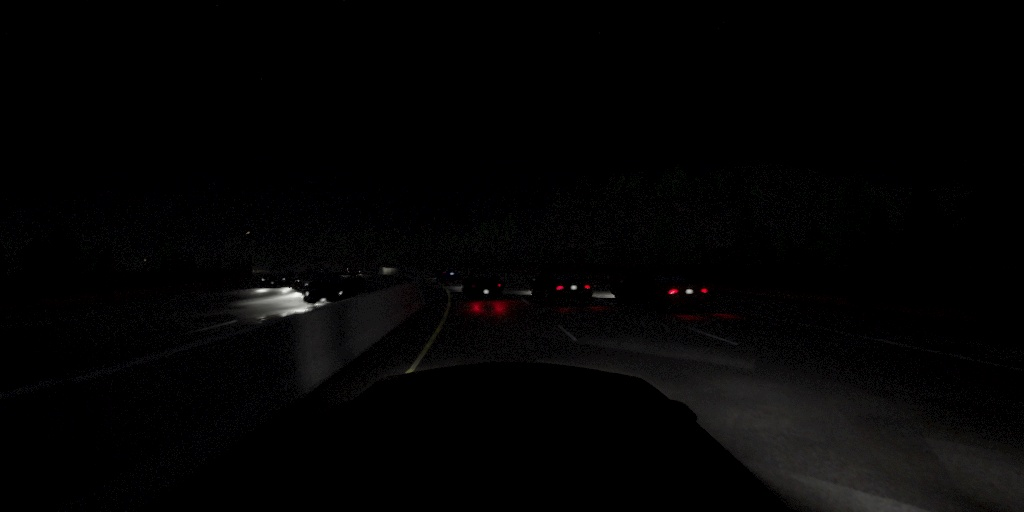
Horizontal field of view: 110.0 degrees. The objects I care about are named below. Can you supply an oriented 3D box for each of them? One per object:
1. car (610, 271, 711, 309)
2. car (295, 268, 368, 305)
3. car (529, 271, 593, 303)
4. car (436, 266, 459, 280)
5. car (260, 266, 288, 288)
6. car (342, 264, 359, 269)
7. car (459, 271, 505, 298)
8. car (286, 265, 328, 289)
[{"bbox_3d":[6.096,1.359,15.481,2.033,1.411,5.357,-1,-1,-8],"label":"car"},{"bbox_3d":[-8.652,1.556,18.122,2.033,1.411,5.357,-1,-1,-11],"label":"car"},{"bbox_3d":[2.245,1.424,17.730,2.033,1.411,5.357,-1,-1,-9],"label":"car"},{"bbox_3d":[-6.606,1.745,37.067,1.994,1.385,4.181,-1,-1,-21],"label":"car"},{"bbox_3d":[-18.872,1.793,29.285,1.812,1.442,4.674,0,-1,-19],"label":"car"},{"bbox_3d":[-25.458,2.007,56.619,2.097,1.767,4.553,-1,-1,-36],"label":"car"},{"bbox_3d":[-1.739,1.549,20.295,1.895,1.301,4.718,-1,-1,-12],"label":"car"},{"bbox_3d":[-14.140,1.655,25.863,2.128,1.511,4.902,0,-1,-16],"label":"car"}]
